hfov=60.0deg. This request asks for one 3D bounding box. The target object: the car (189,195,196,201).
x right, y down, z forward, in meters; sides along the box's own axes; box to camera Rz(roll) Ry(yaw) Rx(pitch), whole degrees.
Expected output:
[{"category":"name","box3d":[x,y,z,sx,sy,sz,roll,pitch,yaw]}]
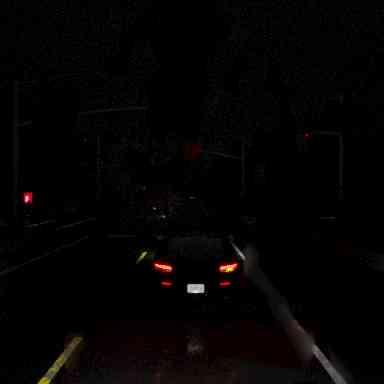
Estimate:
[{"category":"car","box3d":[0.099,1.525,80.931,2.128,1.511,4.902,0,0,0]}]

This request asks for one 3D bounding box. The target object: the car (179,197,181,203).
[{"category":"car","box3d":[-3.433,1.352,67.713,2.097,1.767,4.553,0,0,0]}]

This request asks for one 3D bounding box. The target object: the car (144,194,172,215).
[{"category":"car","box3d":[-3.556,1.221,34.339,2.150,2.045,5.566,0,0,0]}]

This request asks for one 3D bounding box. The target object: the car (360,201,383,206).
[{"category":"car","box3d":[15.574,1.528,28.695,5.357,1.411,2.033,0,0,-6]}]

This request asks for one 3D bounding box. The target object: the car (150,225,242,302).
[{"category":"car","box3d":[0.083,1.526,8.137,1.812,1.442,4.674,0,0,0]}]

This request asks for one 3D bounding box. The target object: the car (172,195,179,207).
[{"category":"car","box3d":[-3.534,1.490,50.091,2.128,1.511,4.902,0,0,0]}]
